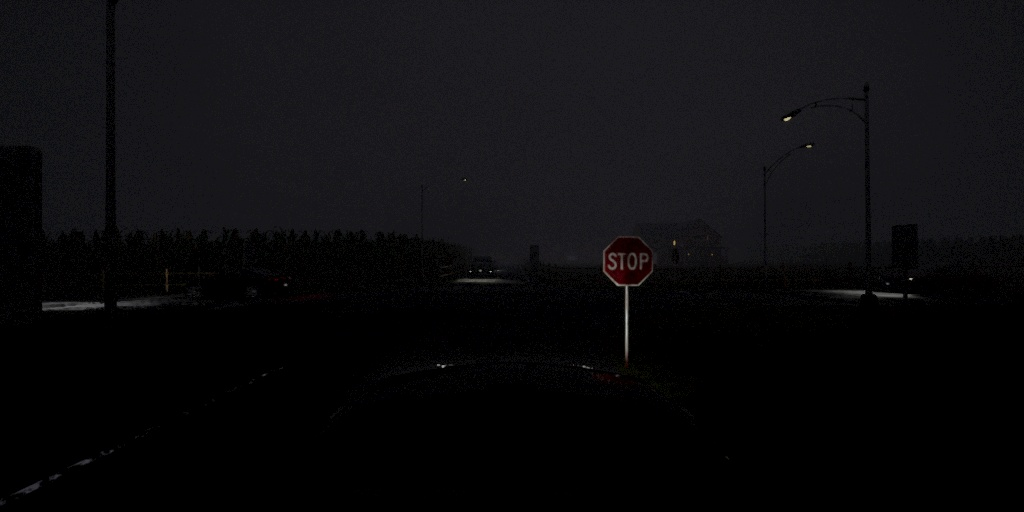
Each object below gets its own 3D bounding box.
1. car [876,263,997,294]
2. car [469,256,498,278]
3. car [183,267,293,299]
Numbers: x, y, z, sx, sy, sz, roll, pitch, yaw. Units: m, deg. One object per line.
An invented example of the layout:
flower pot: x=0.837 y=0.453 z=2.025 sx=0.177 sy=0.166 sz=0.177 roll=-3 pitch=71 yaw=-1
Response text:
car: x=21.182 y=1.081 z=17.961 sx=4.674 sy=1.442 sz=1.812 roll=-1 pitch=0 yaw=1
car: x=-2.869 y=0.984 z=35.091 sx=2.150 sy=2.045 sz=5.566 roll=0 pitch=0 yaw=0
car: x=-14.042 y=1.349 z=18.470 sx=5.008 sy=1.535 sz=1.882 roll=-1 pitch=0 yaw=3
